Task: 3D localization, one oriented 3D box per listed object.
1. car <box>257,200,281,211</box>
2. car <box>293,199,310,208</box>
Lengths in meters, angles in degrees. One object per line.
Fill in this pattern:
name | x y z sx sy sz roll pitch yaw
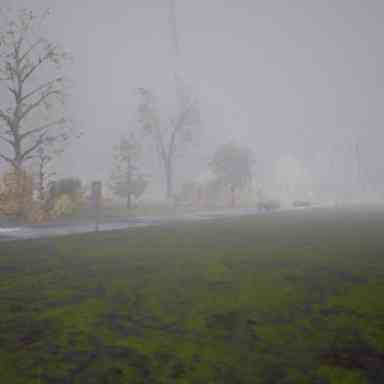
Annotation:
car | 10.650 1.815 45.828 1.837 1.490 4.892 1 0 36
car | 19.009 1.898 57.491 2.128 1.511 4.902 1 0 36
